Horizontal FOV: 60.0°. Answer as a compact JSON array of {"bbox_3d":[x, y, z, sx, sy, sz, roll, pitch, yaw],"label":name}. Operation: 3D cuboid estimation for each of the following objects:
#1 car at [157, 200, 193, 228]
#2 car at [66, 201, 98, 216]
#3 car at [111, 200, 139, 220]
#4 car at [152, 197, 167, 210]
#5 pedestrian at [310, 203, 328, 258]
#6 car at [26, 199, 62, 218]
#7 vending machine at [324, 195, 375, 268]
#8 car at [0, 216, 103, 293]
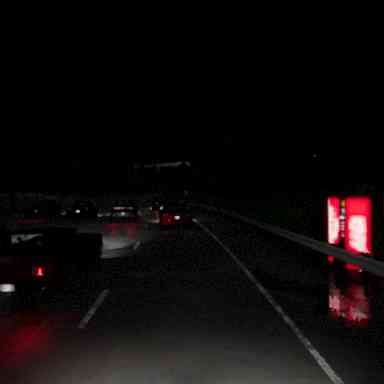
[{"bbox_3d":[-1.093,1.461,21.411,1.994,1.385,4.181,0,0,-6],"label":"car"},{"bbox_3d":[-8.942,1.438,27.310,1.994,1.385,4.181,0,0,-8],"label":"car"},{"bbox_3d":[-5.291,1.364,26.426,2.128,1.511,4.902,0,0,-7],"label":"car"},{"bbox_3d":[-3.657,1.337,38.731,1.812,1.442,4.674,0,0,-11],"label":"car"},{"bbox_3d":[4.153,1.231,10.772,0.375,1.860,0.375,0,0,-3],"label":"pedestrian"},{"bbox_3d":[-12.674,1.351,28.684,1.882,1.535,5.008,0,0,-8],"label":"car"},{"bbox_3d":[4.727,1.135,10.058,1.100,2.100,0.880,0,0,-3],"label":"vending machine"},{"bbox_3d":[-3.688,1.562,8.677,1.895,1.301,4.718,0,0,-3],"label":"car"}]
